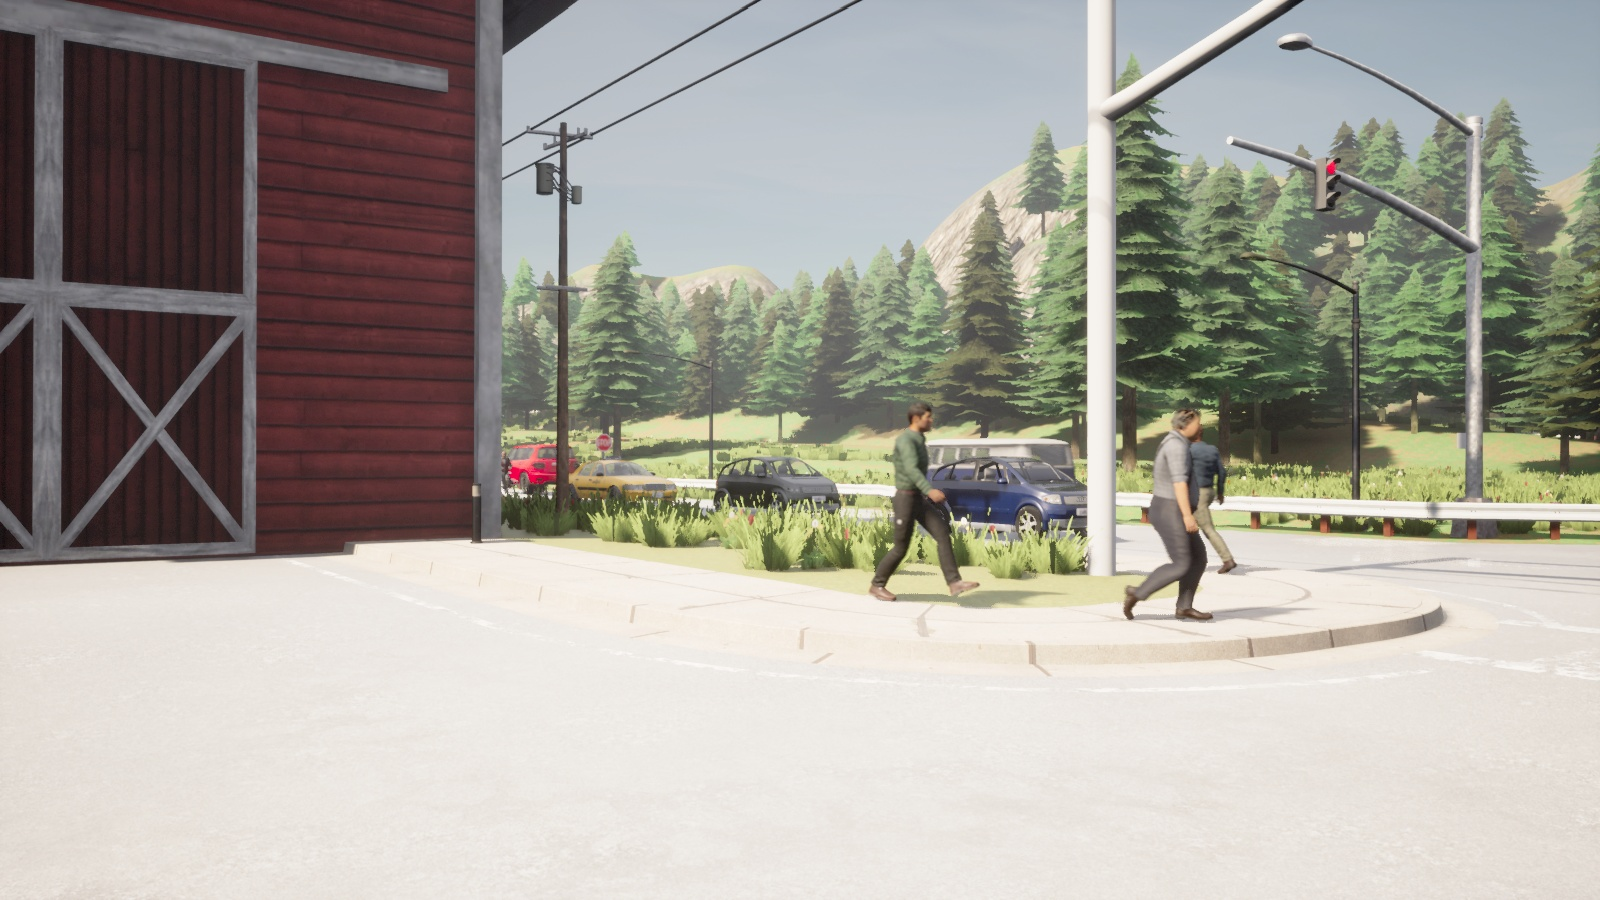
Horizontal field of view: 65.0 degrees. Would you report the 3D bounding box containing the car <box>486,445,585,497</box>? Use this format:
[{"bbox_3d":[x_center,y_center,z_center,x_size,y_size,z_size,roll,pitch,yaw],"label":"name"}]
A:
[{"bbox_3d":[-11.133,0.848,52.577,2.150,2.045,5.566,0,0,-34],"label":"car"}]

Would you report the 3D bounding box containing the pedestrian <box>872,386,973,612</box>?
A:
[{"bbox_3d":[1.090,0.424,11.203,0.788,1.949,0.423,0,0,28],"label":"pedestrian"}]

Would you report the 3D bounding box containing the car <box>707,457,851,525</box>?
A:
[{"bbox_3d":[-0.571,0.945,30.515,1.789,1.549,3.705,0,0,-34],"label":"car"}]

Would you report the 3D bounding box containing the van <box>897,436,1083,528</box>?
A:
[{"bbox_3d":[4.356,0.699,29.439,1.775,1.987,4.442,0,0,-34],"label":"van"}]

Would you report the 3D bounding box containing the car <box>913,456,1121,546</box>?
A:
[{"bbox_3d":[4.009,0.891,23.679,1.789,1.549,3.705,0,0,-34],"label":"car"}]

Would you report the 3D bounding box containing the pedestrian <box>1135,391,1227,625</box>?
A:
[{"bbox_3d":[3.116,0.462,10.309,0.694,1.848,0.540,0,0,15],"label":"pedestrian"}]

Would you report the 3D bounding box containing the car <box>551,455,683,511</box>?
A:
[{"bbox_3d":[-5.629,0.967,38.063,1.801,1.575,5.366,0,-1,-34],"label":"car"}]

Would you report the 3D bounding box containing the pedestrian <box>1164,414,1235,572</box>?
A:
[{"bbox_3d":[4.773,0.502,15.031,0.370,1.835,0.726,0,0,-33],"label":"pedestrian"}]
